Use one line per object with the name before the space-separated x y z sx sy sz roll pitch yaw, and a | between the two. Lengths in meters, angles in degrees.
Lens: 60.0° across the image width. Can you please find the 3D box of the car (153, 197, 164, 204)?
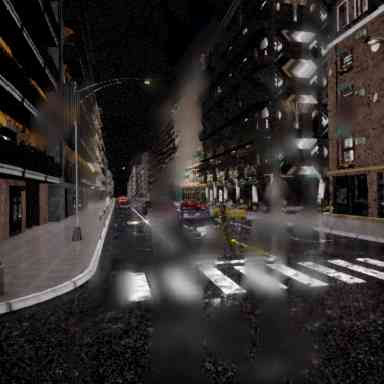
car | -7.958 2.011 78.450 1.887 1.381 4.507 -1 0 -13

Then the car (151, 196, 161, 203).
car | -9.206 1.952 83.972 1.967 1.590 4.097 -1 0 -13

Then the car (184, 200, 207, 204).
car | 0.773 1.703 39.789 1.887 1.381 4.507 -1 0 -13

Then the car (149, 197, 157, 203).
car | -10.452 2.141 89.495 1.802 1.307 4.206 -1 0 -13

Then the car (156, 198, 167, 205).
car | -6.710 1.973 72.927 2.008 1.369 4.403 -1 0 -13

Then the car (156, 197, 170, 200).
car | -3.635 1.781 47.548 1.812 1.442 4.674 -1 0 -13

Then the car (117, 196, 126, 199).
car | -14.892 1.838 71.102 2.192 1.841 5.009 -1 0 -13

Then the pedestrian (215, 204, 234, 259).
pedestrian | 1.100 1.340 11.364 0.375 1.860 0.375 -1 0 -13

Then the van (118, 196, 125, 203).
van | -18.634 2.001 87.670 1.690 1.788 3.998 -1 0 -13

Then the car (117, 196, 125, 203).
car | -19.882 2.028 93.191 2.192 1.841 5.009 -1 0 -13

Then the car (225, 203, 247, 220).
car | 3.230 1.604 28.911 1.752 1.417 4.829 -1 0 -13

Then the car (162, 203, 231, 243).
car | 0.023 1.569 16.822 2.128 1.511 4.902 -1 0 -13

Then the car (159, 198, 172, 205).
car | -5.463 1.929 67.404 2.008 1.369 4.403 -1 0 -13

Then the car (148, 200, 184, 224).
car | -2.179 1.667 26.578 1.812 1.442 4.674 -1 0 -13

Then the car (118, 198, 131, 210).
car | -9.899 1.929 49.007 1.802 1.307 4.206 -1 0 -13

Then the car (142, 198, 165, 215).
car | -4.453 1.719 36.699 1.837 1.490 4.892 -1 0 -13
